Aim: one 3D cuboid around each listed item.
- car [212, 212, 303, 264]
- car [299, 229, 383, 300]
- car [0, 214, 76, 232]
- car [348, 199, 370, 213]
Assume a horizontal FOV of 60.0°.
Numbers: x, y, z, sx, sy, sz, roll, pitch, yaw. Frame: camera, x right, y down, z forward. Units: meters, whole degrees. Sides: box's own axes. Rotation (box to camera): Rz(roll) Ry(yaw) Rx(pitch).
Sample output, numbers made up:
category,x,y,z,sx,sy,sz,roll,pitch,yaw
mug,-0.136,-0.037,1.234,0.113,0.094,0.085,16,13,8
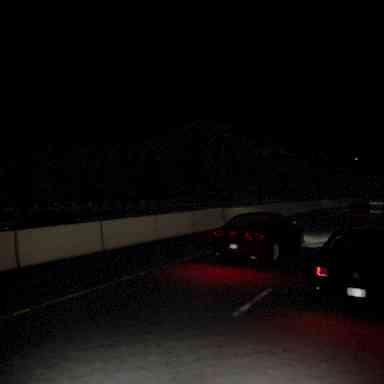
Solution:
category,x,y,z,sx,sy,sz,roll,pitch,yaw
car,2.538,1.438,11.877,1.882,1.535,5.008,0,0,32
car,4.212,1.548,7.981,1.895,1.301,4.718,0,0,32
car,-7.477,1.592,16.064,1.994,1.385,4.181,0,0,32
car,19.256,1.591,38.220,1.882,1.535,5.008,0,-1,32
